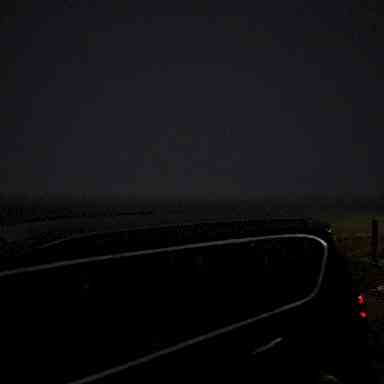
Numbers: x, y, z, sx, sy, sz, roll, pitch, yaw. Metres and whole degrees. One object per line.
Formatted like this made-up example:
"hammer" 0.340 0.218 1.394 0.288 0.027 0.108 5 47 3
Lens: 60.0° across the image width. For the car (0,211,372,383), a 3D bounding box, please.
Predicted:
"car" -0.947 1.222 2.375 5.566 2.045 2.150 0 0 -35
